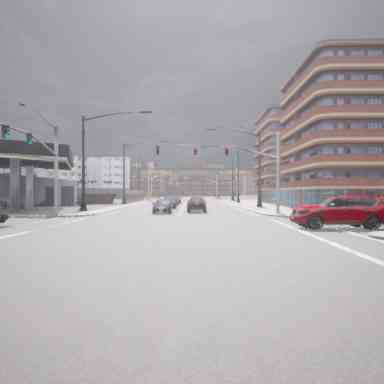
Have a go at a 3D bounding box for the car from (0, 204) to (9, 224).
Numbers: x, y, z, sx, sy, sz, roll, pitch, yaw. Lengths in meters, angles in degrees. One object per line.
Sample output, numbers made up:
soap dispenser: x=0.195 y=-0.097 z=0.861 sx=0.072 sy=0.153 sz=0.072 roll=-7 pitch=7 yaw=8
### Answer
car: x=-14.076 y=1.601 z=20.446 sx=4.718 sy=1.301 sz=1.895 roll=0 pitch=0 yaw=1

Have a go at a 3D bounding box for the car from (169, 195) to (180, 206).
car: x=-3.133 y=1.352 z=44.927 sx=2.097 sy=1.767 sz=4.553 roll=0 pitch=0 yaw=0

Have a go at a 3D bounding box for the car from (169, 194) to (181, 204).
car: x=-3.208 y=1.352 z=65.098 sx=2.097 sy=1.767 sz=4.553 roll=0 pitch=0 yaw=0

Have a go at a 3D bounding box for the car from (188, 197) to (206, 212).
car: x=0.554 y=1.352 z=38.891 sx=2.097 sy=1.767 sz=4.553 roll=0 pitch=0 yaw=0

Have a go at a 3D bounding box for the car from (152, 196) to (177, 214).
car: x=-3.076 y=1.491 z=35.209 sx=2.128 sy=1.511 sz=4.902 roll=0 pitch=0 yaw=0

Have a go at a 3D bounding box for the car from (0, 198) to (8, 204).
car: x=-23.943 y=1.456 z=39.401 sx=3.806 sy=1.475 sz=1.970 roll=0 pitch=0 yaw=1

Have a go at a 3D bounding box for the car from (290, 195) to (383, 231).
car: x=8.903 y=1.224 z=20.218 sx=5.566 sy=2.045 sz=2.150 roll=0 pitch=0 yaw=1
